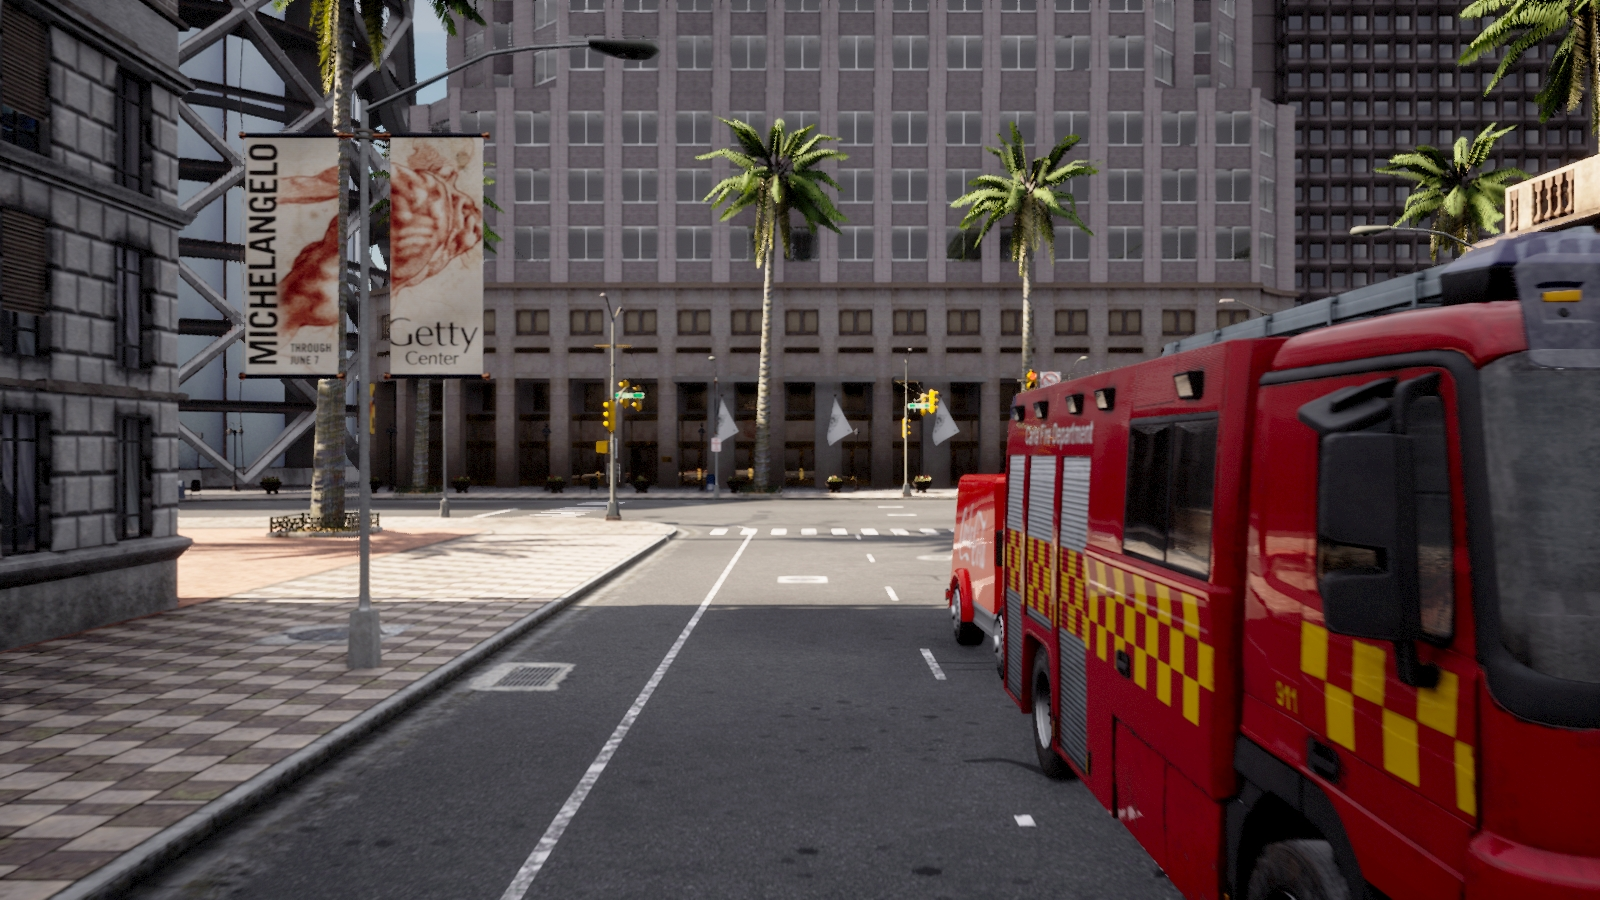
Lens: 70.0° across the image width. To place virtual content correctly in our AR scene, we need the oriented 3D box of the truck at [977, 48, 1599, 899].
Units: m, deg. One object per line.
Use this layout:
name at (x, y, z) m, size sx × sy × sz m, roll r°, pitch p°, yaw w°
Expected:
truck at (3.203, 0.890, 7.140) m, size 2.891 × 3.827 × 8.468 m, roll 0°, pitch 0°, yaw 0°

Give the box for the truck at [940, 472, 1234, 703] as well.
truck at (3.489, 1.570, 15.234) m, size 2.627 × 2.467 × 5.204 m, roll 0°, pitch 0°, yaw 0°
